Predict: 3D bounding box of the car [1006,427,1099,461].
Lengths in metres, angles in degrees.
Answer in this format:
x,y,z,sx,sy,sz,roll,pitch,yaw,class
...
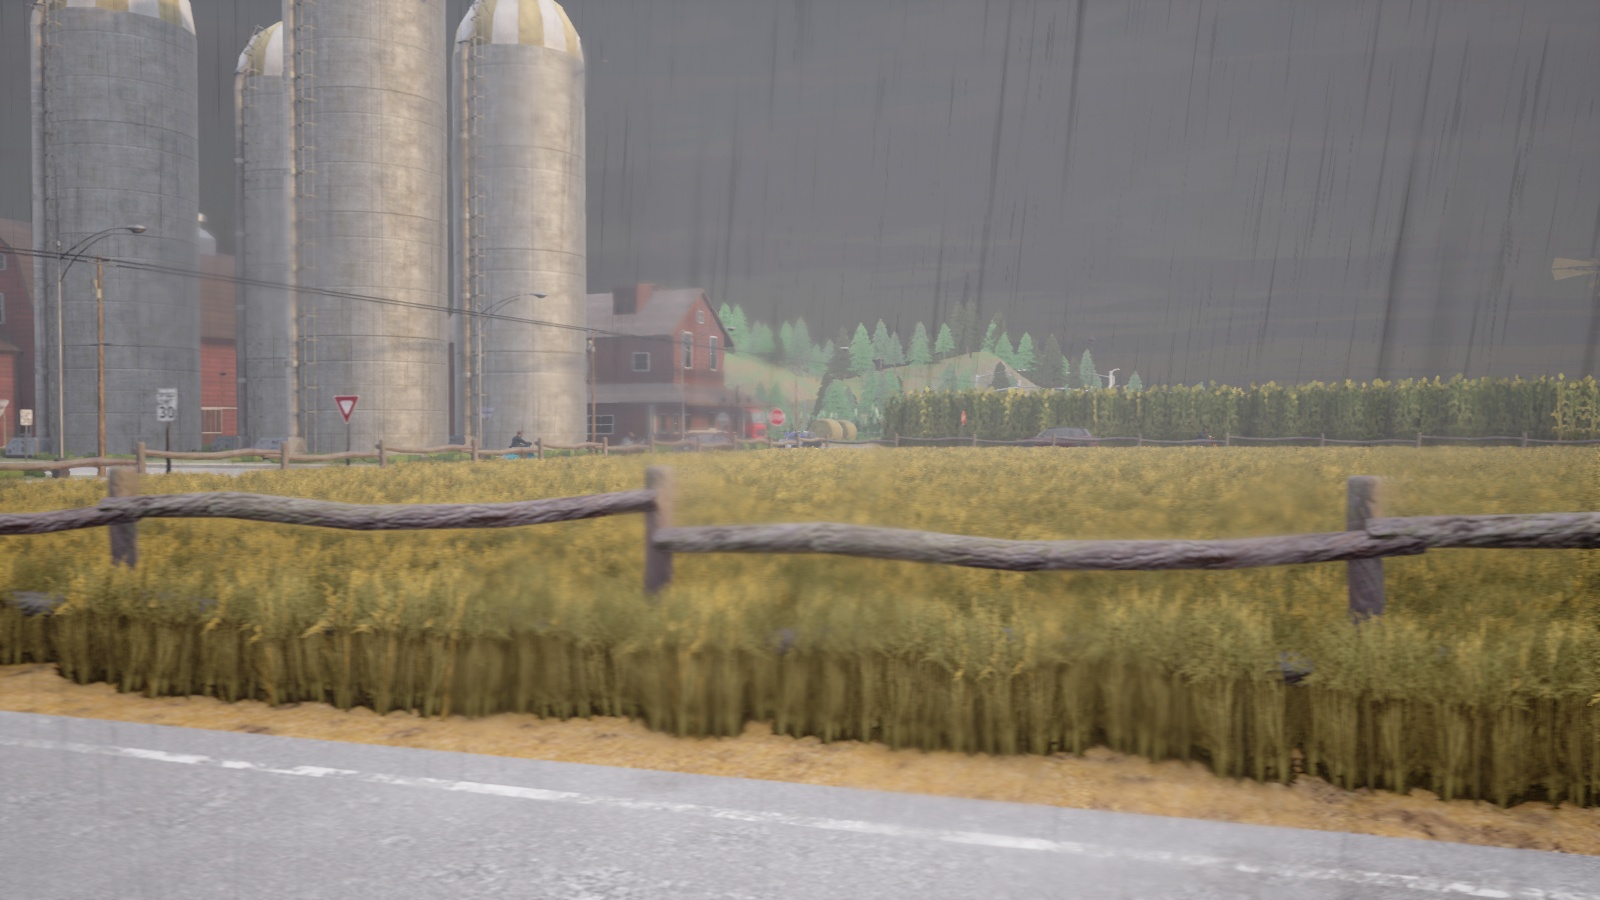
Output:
x,y,z,sx,sy,sz,roll,pitch,yaw,class
13.471,-0.335,66.888,4.553,1.767,2.097,1,1,22,car

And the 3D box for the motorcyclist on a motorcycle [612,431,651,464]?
x,y,z,sx,sy,sz,roll,pitch,yaw,class
-8.133,-0.142,60.777,0.866,1.530,2.191,1,1,23,motorcyclist on a motorcycle

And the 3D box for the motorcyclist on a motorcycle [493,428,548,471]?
x,y,z,sx,sy,sz,roll,pitch,yaw,class
-10.581,-0.022,47.618,1.817,1.590,0.866,-1,-1,-44,motorcyclist on a motorcycle

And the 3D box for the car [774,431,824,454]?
x,y,z,sx,sy,sz,roll,pitch,yaw,class
-0.035,-0.506,81.015,1.970,1.475,3.806,1,1,22,car

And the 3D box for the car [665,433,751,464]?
x,y,z,sx,sy,sz,roll,pitch,yaw,class
-4.374,-0.116,60.797,2.033,1.411,5.357,1,1,22,car
